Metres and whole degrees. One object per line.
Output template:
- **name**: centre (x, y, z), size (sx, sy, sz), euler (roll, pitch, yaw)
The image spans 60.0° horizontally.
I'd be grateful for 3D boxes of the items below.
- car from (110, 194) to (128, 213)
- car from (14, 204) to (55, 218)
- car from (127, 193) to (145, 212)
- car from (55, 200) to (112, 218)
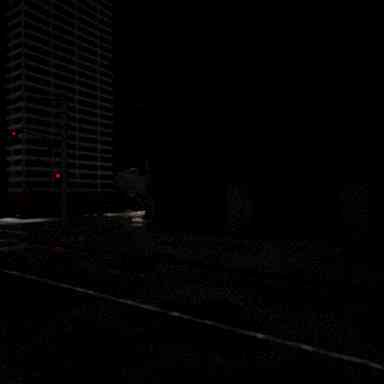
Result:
- **car**: centre (-9.489, 1.606, 43.601), size (2.150, 2.045, 5.566), euler (-1, 0, 35)
- **car**: centre (-15.627, 1.932, 34.886), size (2.033, 1.411, 5.357), euler (-1, 0, 35)
- **car**: centre (-5.342, 1.565, 43.402), size (2.150, 2.045, 5.566), euler (-1, 0, 36)
- **car**: centre (-11.316, 1.835, 34.928), size (2.128, 1.511, 4.902), euler (-1, 0, 35)
